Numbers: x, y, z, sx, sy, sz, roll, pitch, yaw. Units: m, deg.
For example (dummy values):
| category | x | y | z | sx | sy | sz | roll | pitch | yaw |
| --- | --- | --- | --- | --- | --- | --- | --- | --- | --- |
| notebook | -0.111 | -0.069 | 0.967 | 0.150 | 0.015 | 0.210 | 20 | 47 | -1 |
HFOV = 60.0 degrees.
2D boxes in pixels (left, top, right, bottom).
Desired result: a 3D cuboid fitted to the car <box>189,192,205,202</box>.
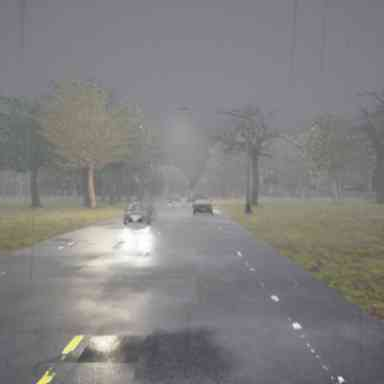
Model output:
| category | x | y | z | sx | sy | sz | roll | pitch | yaw |
| --- | --- | --- | --- | --- | --- | --- | --- | --- | --- |
| car | 1.054 | 1.214 | 49.341 | 2.150 | 2.045 | 5.566 | 0 | 0 | 0 |

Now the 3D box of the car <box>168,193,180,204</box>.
| category | x | y | z | sx | sy | sz | roll | pitch | yaw |
| --- | --- | --- | --- | --- | --- | --- | --- | --- | --- |
| car | -3.502 | 1.213 | 65.927 | 2.150 | 2.045 | 5.566 | 0 | 0 | 0 |

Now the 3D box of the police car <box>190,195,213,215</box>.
| category | x | y | z | sx | sy | sz | roll | pitch | yaw |
| --- | --- | --- | --- | --- | --- | --- | --- | --- | --- |
| police car | 1.053 | 1.417 | 33.419 | 1.930 | 1.638 | 5.238 | 0 | 0 | 0 |

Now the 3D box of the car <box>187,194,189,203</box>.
| category | x | y | z | sx | sy | sz | roll | pitch | yaw |
| --- | --- | --- | --- | --- | --- | --- | --- | --- | --- |
| car | 0.005 | 1.471 | 68.923 | 1.994 | 1.385 | 4.181 | 0 | 0 | 0 |

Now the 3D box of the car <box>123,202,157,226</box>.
| category | x | y | z | sx | sy | sz | roll | pitch | yaw |
| --- | --- | --- | --- | --- | --- | --- | --- | --- | --- |
| car | -3.596 | 1.485 | 23.564 | 2.128 | 1.511 | 4.902 | 0 | 0 | 0 |

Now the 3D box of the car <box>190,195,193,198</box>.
| category | x | y | z | sx | sy | sz | roll | pitch | yaw |
| --- | --- | --- | --- | --- | --- | --- | --- | --- | --- |
| car | 1.053 | 1.495 | 43.312 | 1.837 | 1.490 | 4.892 | 0 | 0 | 0 |

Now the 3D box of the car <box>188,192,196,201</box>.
| category | x | y | z | sx | sy | sz | roll | pitch | yaw |
| --- | --- | --- | --- | --- | --- | --- | --- | --- | --- |
| car | 0.007 | 1.135 | 84.875 | 2.150 | 2.045 | 5.566 | 0 | 0 | 0 |
